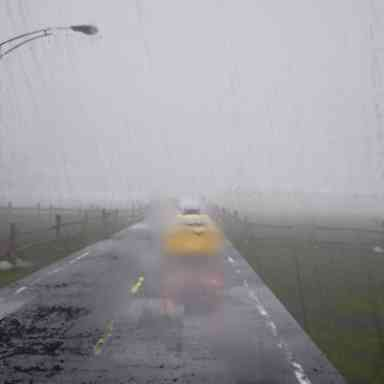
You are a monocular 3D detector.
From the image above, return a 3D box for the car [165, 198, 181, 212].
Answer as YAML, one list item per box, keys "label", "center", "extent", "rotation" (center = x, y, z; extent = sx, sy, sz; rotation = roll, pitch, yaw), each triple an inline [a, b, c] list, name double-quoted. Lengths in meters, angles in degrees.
- label: "car"
  center: [-2.804, 1.916, 50.342]
  extent: [2.150, 2.045, 5.566]
  rotation: [0, -1, 0]

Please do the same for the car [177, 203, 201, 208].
- label: "car"
  center: [0.036, 1.878, 27.373]
  extent: [1.837, 1.490, 4.892]
  rotation: [0, 0, 1]

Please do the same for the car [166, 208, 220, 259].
- label: "car"
  center: [0.048, 1.660, 13.496]
  extent: [1.882, 1.535, 5.008]
  rotation: [0, -1, 0]
